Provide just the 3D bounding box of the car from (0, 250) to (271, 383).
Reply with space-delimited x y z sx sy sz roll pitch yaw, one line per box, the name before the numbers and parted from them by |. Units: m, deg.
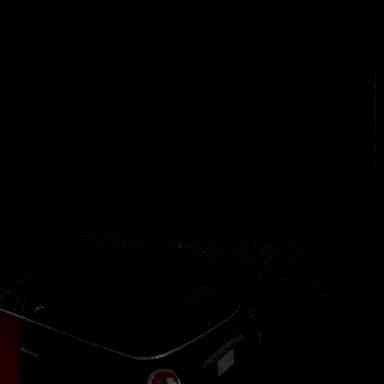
car | -1.298 1.430 3.887 4.097 1.590 1.967 0 0 36
